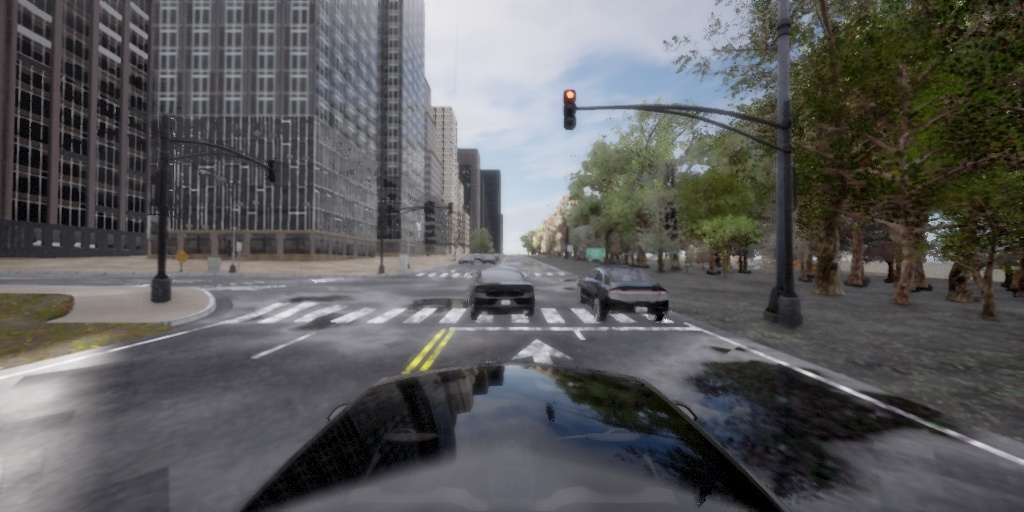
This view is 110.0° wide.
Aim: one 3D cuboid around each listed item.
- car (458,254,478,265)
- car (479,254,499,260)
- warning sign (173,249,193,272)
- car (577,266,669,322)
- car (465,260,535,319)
[{"bbox_3d":[-6.576,0.617,52.392,1.994,1.385,4.181,0,1,0],"label":"car"},{"bbox_3d":[-3.326,0.531,52.297,1.882,1.535,5.008,0,1,0],"label":"car"},{"bbox_3d":[-26.166,0.351,28.393,1.060,1.860,1.300,0,0,-4],"label":"warning sign"},{"bbox_3d":[3.339,1.078,11.603,2.128,1.511,4.902,1,2,0],"label":"car"},{"bbox_3d":[-0.518,1.082,12.284,1.882,1.535,5.008,0,1,-8],"label":"car"}]
